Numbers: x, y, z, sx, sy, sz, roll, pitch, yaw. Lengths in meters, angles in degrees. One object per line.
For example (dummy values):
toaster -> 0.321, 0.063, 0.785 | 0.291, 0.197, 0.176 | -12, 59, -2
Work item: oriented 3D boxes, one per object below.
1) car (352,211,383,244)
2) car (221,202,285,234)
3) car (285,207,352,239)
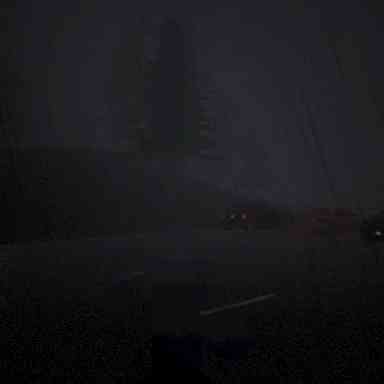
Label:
car -> 9.529, 1.519, 14.851 | 5.008, 1.535, 1.882 | 0, 0, -35
car -> 3.940, 1.389, 19.522 | 4.553, 1.767, 2.097 | 0, 0, -36
car -> 7.494, 1.519, 17.699 | 5.008, 1.535, 1.882 | 0, 0, -35
